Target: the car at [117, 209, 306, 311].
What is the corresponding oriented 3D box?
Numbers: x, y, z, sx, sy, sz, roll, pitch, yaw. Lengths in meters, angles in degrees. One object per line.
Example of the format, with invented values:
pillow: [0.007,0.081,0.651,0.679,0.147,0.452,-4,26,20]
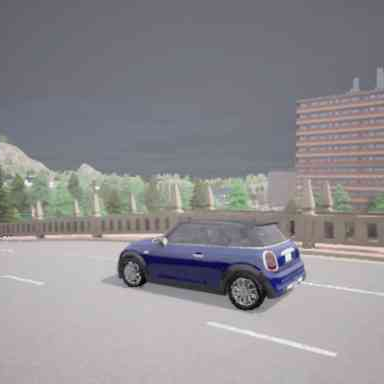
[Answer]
car: [0.262,1.420,8.106,4.553,1.767,2.097,-2,-1,36]
